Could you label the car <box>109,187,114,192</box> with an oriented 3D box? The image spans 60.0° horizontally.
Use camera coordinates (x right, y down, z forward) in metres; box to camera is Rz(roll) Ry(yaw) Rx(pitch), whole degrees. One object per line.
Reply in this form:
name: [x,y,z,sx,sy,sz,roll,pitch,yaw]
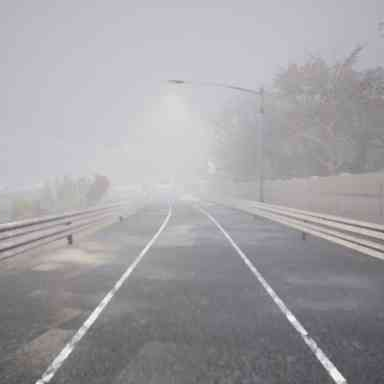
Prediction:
car: [-23.078,-0.619,91.781,2.097,1.767,4.553,1,4,15]
